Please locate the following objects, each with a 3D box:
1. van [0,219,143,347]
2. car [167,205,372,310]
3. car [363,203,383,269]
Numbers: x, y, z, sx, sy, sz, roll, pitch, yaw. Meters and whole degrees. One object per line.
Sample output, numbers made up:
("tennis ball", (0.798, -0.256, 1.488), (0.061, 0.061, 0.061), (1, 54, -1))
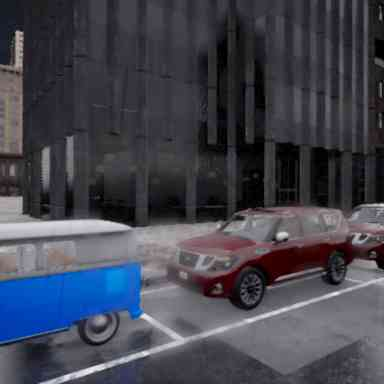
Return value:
("van", (-2.683, 1.341, 4.733), (3.998, 1.788, 1.690), (0, 0, -36))
("car", (1.884, 1.319, 7.991), (5.009, 1.841, 2.192), (0, 0, -36))
("car", (6.450, 1.324, 11.249), (5.009, 1.841, 2.192), (0, 0, -36))
